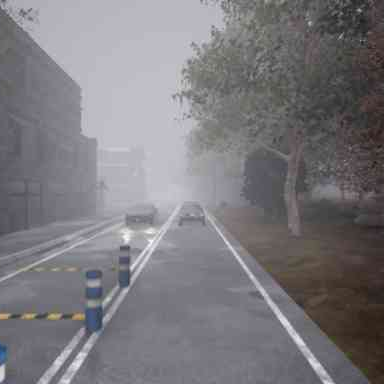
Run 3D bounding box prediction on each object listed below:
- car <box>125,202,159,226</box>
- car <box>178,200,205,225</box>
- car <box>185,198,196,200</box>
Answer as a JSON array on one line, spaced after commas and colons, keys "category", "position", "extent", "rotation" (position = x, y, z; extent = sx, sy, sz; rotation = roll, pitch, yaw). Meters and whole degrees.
[{"category": "car", "position": [-3.458, 1.491, 23.599], "extent": [1.882, 1.535, 5.008], "rotation": [0, 0, 0]}, {"category": "car", "position": [-0.012, 1.560, 24.365], "extent": [2.033, 1.411, 5.357], "rotation": [0, 0, 0]}, {"category": "car", "position": [-0.205, 1.472, 42.707], "extent": [1.882, 1.535, 5.008], "rotation": [0, 0, -1]}]
